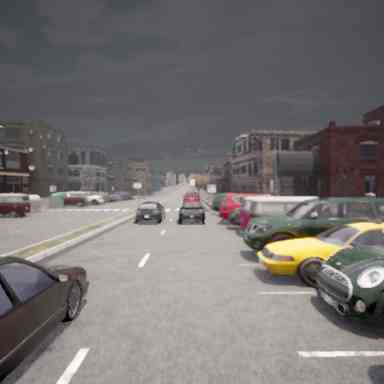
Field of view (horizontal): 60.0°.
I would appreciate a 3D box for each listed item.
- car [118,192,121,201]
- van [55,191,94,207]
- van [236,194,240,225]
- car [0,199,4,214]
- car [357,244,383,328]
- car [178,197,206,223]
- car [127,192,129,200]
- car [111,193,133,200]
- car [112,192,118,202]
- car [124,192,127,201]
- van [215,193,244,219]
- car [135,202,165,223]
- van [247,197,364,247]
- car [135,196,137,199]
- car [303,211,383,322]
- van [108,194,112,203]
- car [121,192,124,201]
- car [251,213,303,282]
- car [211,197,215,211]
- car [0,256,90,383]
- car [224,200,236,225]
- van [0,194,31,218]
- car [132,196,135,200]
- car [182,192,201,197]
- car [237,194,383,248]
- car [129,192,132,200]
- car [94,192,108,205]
[{"bbox_3d":[-16.209,1.182,61.124,4.792,1.488,2.163,0,0,0],"label":"car"},{"bbox_3d":[-15.995,1.020,44.586,4.442,1.987,1.878,0,1,0],"label":"van"},{"bbox_3d":[4.738,1.218,17.053,4.442,1.987,1.878,0,0,0],"label":"van"},{"bbox_3d":[-15.914,1.448,22.524,4.792,1.488,2.163,0,0,0],"label":"car"},{"bbox_3d":[4.689,1.477,3.282,5.008,1.535,2.097,0,0,0],"label":"car"},{"bbox_3d":[-0.017,1.415,24.631,2.128,1.511,4.902,0,0,0],"label":"car"},{"bbox_3d":[-16.297,1.155,69.392,5.008,1.535,2.097,0,0,0],"label":"car"},{"bbox_3d":[-16.334,1.064,77.660,4.553,1.767,2.185,0,0,0],"label":"car"},{"bbox_3d":[-16.224,1.159,58.368,5.008,1.535,2.097,0,0,0],"label":"car"},{"bbox_3d":[-16.287,1.152,66.636,4.892,1.521,2.231,0,0,0],"label":"car"},{"bbox_3d":[4.463,1.157,28.294,4.442,1.987,1.878,0,0,0],"label":"van"},{"bbox_3d":[-3.019,1.440,24.513,1.812,1.442,4.674,0,1,0],"label":"car"},{"bbox_3d":[4.748,1.227,14.399,4.442,1.987,1.878,0,0,0],"label":"van"},{"bbox_3d":[-16.390,1.248,80.414,4.674,1.452,2.002,0,0,0],"label":"car"},{"bbox_3d":[4.709,1.348,6.060,4.553,1.767,2.185,0,0,0],"label":"car"},{"bbox_3d":[-16.313,0.943,55.732,4.442,1.987,1.878,0,0,0],"label":"van"},{"bbox_3d":[-16.267,1.151,63.879,4.892,1.521,2.231,0,0,0],"label":"car"},{"bbox_3d":[4.477,1.466,8.715,5.366,1.575,1.946,0,0,0],"label":"car"},{"bbox_3d":[4.601,1.112,31.071,5.566,2.045,2.435,0,0,0],"label":"car"},{"bbox_3d":[-2.922,1.543,4.121,2.033,1.411,5.357,0,0,0],"label":"car"},{"bbox_3d":[4.601,1.432,19.835,4.892,1.521,2.231,0,0,0],"label":"car"},{"bbox_3d":[-16.102,1.159,28.040,4.442,1.987,1.878,0,0,0],"label":"van"},{"bbox_3d":[-16.374,0.923,74.905,5.566,2.045,2.435,0,0,0],"label":"car"},{"bbox_3d":[-0.059,1.003,42.795,2.150,2.045,5.566,0,1,0],"label":"car"},{"bbox_3d":[4.617,1.210,11.499,5.566,2.045,2.435,0,0,0],"label":"car"},{"bbox_3d":[-16.328,1.162,72.148,5.008,1.535,2.097,0,0,0],"label":"car"},{"bbox_3d":[-16.126,0.949,50.096,5.566,2.045,2.435,0,0,0],"label":"car"}]
